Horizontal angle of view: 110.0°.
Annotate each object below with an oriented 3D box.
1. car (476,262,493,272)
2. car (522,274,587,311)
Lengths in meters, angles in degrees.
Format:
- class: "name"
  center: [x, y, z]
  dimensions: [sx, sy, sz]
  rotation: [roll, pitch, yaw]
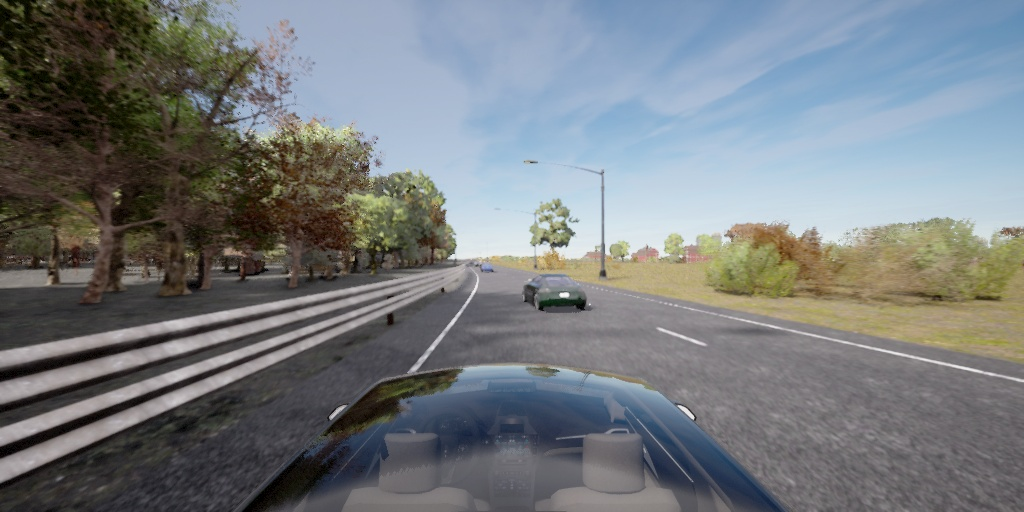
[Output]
- class: "car"
  center: [-3.968, 1.709, 55.258]
  dimensions: [2.033, 1.411, 5.357]
  rotation: [0, 0, -8]
- class: "car"
  center: [1.680, 1.439, 15.351]
  dimensions: [1.994, 1.385, 4.181]
  rotation: [0, -1, -8]
